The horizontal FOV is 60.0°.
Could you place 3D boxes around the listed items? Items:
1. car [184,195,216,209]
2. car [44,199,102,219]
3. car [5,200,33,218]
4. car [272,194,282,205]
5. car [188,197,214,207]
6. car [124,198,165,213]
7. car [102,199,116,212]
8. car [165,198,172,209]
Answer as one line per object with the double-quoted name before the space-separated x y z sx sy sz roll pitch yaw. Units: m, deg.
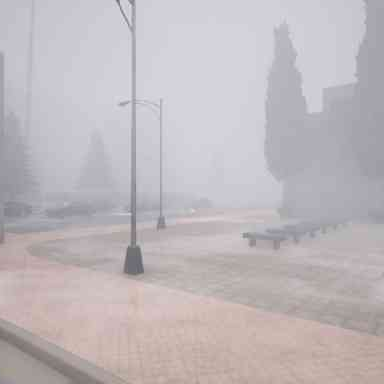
"car" 0.873 1.505 44.860 1.837 1.490 4.892 0 0 38
"car" -10.774 1.526 29.736 1.812 1.442 4.674 0 0 37
"car" -16.239 1.505 28.491 1.837 1.490 4.892 0 0 39
"car" 16.371 1.563 58.934 1.994 1.385 4.181 0 0 38
"car" 1.464 1.564 51.329 1.994 1.385 4.181 0 0 38
"car" -5.469 1.564 36.640 1.994 1.385 4.181 0 0 38
"car" -10.454 1.491 35.918 2.128 1.511 4.902 0 0 38
"car" -4.688 1.505 43.390 1.837 1.490 4.892 0 0 38
